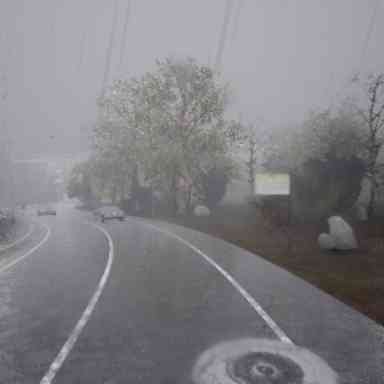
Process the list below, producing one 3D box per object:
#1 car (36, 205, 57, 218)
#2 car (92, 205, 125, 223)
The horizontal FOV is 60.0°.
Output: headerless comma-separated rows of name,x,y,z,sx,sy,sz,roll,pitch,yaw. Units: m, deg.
car,-18.227,2.407,41.576,1.994,1.385,4.181,-3,0,-30
car,-7.331,1.855,28.941,2.033,1.411,5.357,-3,0,-27
